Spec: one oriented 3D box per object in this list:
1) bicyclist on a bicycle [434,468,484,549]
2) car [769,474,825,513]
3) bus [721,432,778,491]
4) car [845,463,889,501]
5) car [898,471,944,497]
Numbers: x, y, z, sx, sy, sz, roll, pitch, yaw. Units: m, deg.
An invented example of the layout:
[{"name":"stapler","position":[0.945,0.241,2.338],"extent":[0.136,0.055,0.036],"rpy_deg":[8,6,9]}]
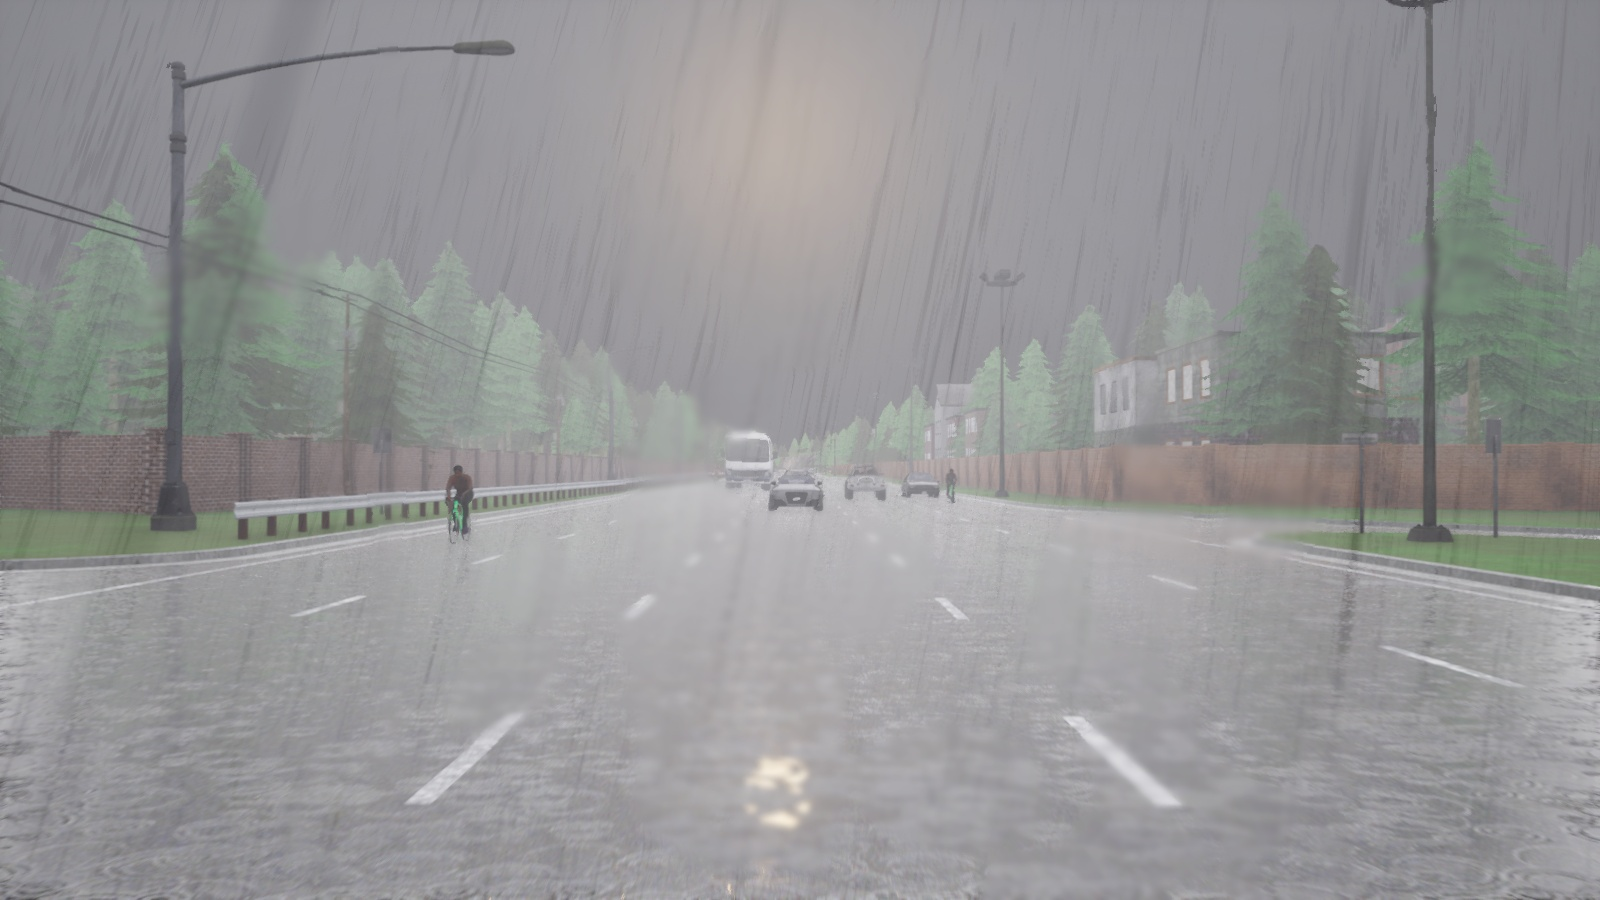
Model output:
[{"name":"bicyclist on a bicycle","position":[-7.064,1.193,26.069],"extent":[0.582,1.620,1.656],"rpy_deg":[0,0,0]},{"name":"car","position":[-0.115,1.596,46.972],"extent":[1.994,1.385,4.181],"rpy_deg":[0,-1,0]},{"name":"bus","position":[-3.738,0.911,95.283],"extent":[3.944,4.253,10.273],"rpy_deg":[0,-1,0]},{"name":"car","position":[3.344,1.590,63.565],"extent":[1.932,1.855,4.605],"rpy_deg":[0,-1,0]},{"name":"car","position":[6.826,1.924,71.267],"extent":[2.033,1.411,5.357],"rpy_deg":[0,-1,0]}]
